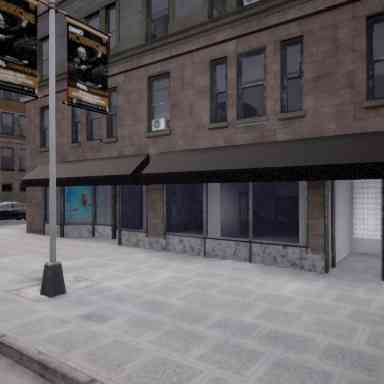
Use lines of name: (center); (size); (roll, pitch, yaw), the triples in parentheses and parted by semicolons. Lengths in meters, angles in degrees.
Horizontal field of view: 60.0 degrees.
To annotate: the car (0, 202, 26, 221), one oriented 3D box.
car: (-14.200, 1.545, 25.272); (1.837, 1.490, 4.892); (0, 0, 37)
